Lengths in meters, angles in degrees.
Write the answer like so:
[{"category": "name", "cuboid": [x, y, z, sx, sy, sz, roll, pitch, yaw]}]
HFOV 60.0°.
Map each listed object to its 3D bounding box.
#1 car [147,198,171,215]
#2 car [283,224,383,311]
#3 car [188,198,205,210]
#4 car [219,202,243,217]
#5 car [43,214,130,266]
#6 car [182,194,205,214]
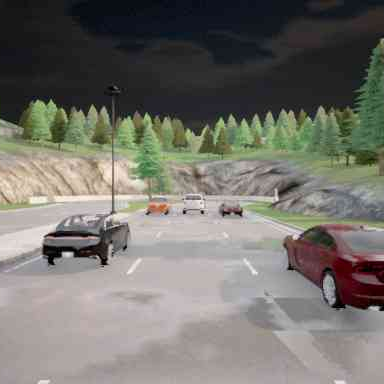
[{"category": "car", "cuboid": [-3.355, 1.367, 34.529, 2.097, 1.767, 4.553, 0, 0, 1]}, {"category": "car", "cuboid": [3.603, 1.481, 7.882, 1.882, 1.535, 5.008, 0, 0, 0]}, {"category": "car", "cuboid": [0.669, 1.582, 44.601, 1.994, 1.385, 4.181, 0, 0, 6]}, {"category": "car", "cuboid": [3.615, 1.613, 31.753, 1.895, 1.301, 4.718, 0, 0, 0]}, {"category": "car", "cuboid": [-3.396, 1.496, 11.521, 2.128, 1.511, 4.902, 0, 0, 0]}, {"category": "car", "cuboid": [0.152, 1.236, 35.257, 2.150, 2.045, 5.566, 0, 0, 0]}]
